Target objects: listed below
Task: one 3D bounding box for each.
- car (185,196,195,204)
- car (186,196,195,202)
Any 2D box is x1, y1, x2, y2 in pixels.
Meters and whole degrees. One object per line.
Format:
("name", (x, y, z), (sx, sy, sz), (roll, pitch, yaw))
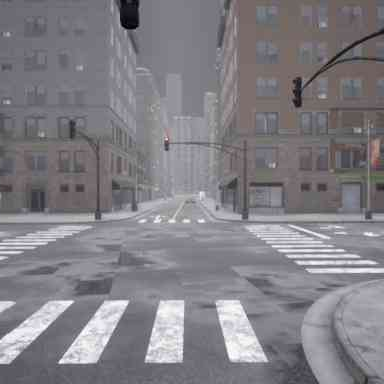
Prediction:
("car", (-0.313, 1.649, 63.756), (1.895, 1.301, 4.718), (0, 0, 0))
("car", (-0.383, 1.483, 73.761), (1.895, 1.301, 4.718), (0, 0, 0))
